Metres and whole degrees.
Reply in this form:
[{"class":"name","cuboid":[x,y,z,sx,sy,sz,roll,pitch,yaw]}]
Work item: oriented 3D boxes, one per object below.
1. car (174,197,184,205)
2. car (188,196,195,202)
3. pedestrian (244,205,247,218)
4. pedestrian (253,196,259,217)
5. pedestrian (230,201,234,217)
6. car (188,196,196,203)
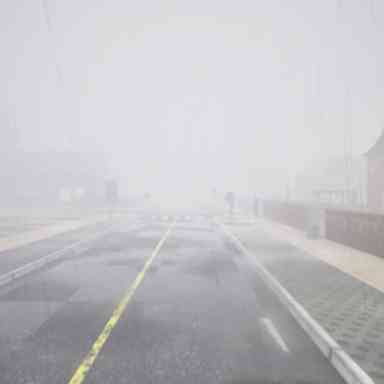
[{"class":"car","cuboid":[-2.761,1.897,70.317,2.128,1.511,4.902,0,-1,0]},{"class":"car","cuboid":[-0.015,1.946,89.839,1.837,1.490,4.892,0,-1,0]},{"class":"pedestrian","cuboid":[4.506,1.582,28.013,0.500,1.100,0.500,-1,1,0]},{"class":"pedestrian","cuboid":[5.506,1.224,28.610,0.375,1.860,0.375,-1,1,0]},{"class":"pedestrian","cuboid":[3.505,1.217,29.210,0.375,1.860,0.375,-1,1,0]},{"class":"car","cuboid":[-0.012,2.029,79.829,1.994,1.385,4.181,0,-1,0]}]
